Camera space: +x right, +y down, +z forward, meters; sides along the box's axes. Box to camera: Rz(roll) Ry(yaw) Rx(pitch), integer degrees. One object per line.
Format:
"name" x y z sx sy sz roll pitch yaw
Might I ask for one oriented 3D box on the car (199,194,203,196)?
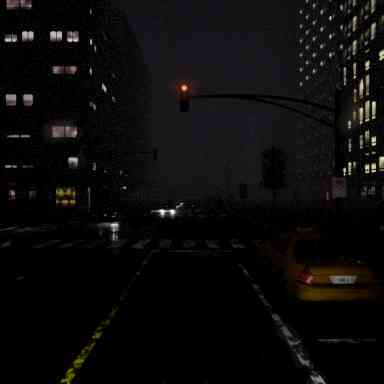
"car" 2.737 1.361 62.581 2.192 1.841 5.009 0 0 0

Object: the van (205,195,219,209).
"van" 2.724 1.363 46.001 1.690 1.788 3.998 0 0 0

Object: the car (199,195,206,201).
"car" 2.761 1.624 90.385 1.752 1.417 4.829 0 0 0

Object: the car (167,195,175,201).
"car" -5.619 1.624 90.052 1.752 1.417 4.829 0 0 0

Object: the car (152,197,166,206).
"car" -5.646 1.588 57.062 2.008 1.369 4.403 0 0 0

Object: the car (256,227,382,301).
"car" 2.694 1.526 8.232 1.752 1.417 4.829 0 0 0

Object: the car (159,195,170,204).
"car" -5.638 1.496 68.115 1.967 1.590 4.097 0 0 0

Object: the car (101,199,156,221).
"car" -5.504 1.550 28.085 1.837 1.490 4.892 1 1 32

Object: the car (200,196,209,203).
"car" 2.747 1.611 73.635 1.887 1.381 4.507 0 0 0

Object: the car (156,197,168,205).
"car" -5.642 1.591 62.587 1.887 1.381 4.507 0 0 0

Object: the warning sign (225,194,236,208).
"warning sign" 5.109 1.135 43.730 1.300 1.860 1.060 0 0 0

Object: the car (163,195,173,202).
"car" -5.629 1.516 79.168 1.967 1.590 4.097 0 0 0

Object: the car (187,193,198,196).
"car" 0.062 1.293 74.711 2.150 2.045 5.566 0 0 0

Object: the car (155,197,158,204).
"car" -5.659 1.567 40.482 2.008 1.369 4.403 0 0 0

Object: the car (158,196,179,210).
"car" -3.065 1.584 43.459 1.994 1.385 4.181 0 0 0

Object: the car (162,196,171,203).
"car" -5.633 1.648 73.642 1.802 1.307 4.206 0 0 0

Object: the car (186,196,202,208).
"car" 0.144 1.626 48.883 1.895 1.301 4.718 0 0 0

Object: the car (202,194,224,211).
"car" 2.720 1.332 40.475 2.192 1.841 5.009 0 0 0

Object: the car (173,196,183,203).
"car" -2.941 1.555 71.371 1.812 1.442 4.674 0 0 0

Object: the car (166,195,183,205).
"car" -3.042 1.582 56.345 2.033 1.411 5.357 0 0 0
